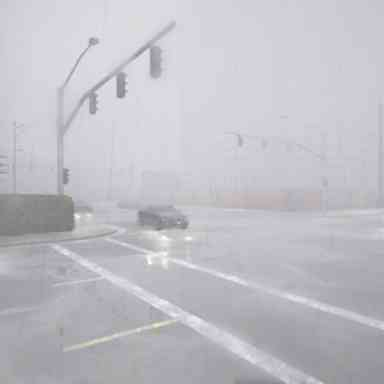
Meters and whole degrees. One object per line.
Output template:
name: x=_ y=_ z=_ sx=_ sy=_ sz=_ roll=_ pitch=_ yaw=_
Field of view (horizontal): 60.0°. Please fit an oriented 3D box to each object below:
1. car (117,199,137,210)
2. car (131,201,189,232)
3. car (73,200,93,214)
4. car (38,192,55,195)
car: x=-7.960 y=1.535 z=42.090 sx=1.994 sy=1.385 sz=4.181 roll=0 pitch=0 yaw=-35
car: x=-1.899 y=1.490 z=20.393 sx=1.837 sy=1.490 sz=4.892 roll=0 pitch=-1 yaw=-29
car: x=-12.056 y=1.546 z=35.430 sx=1.994 sy=1.385 sz=4.181 roll=0 pitch=0 yaw=-35
car: x=-21.187 y=0.925 z=48.537 sx=2.150 sy=2.045 sz=5.566 roll=0 pitch=0 yaw=-35
